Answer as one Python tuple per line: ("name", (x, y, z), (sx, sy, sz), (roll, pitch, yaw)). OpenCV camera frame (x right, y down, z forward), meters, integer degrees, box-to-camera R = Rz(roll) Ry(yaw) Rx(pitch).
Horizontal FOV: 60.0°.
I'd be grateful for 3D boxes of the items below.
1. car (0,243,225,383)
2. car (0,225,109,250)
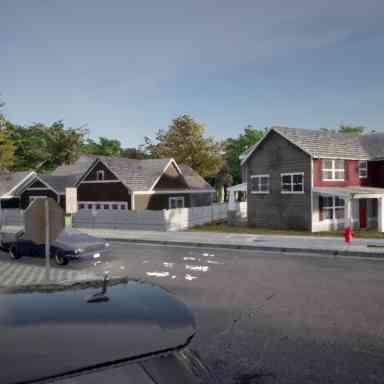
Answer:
("car", (-1.775, 1.351, 1.267), (4.553, 1.767, 2.097), (0, 0, -25))
("car", (-5.880, 2.089, 13.984), (5.357, 1.411, 2.033), (-2, 0, 31))
